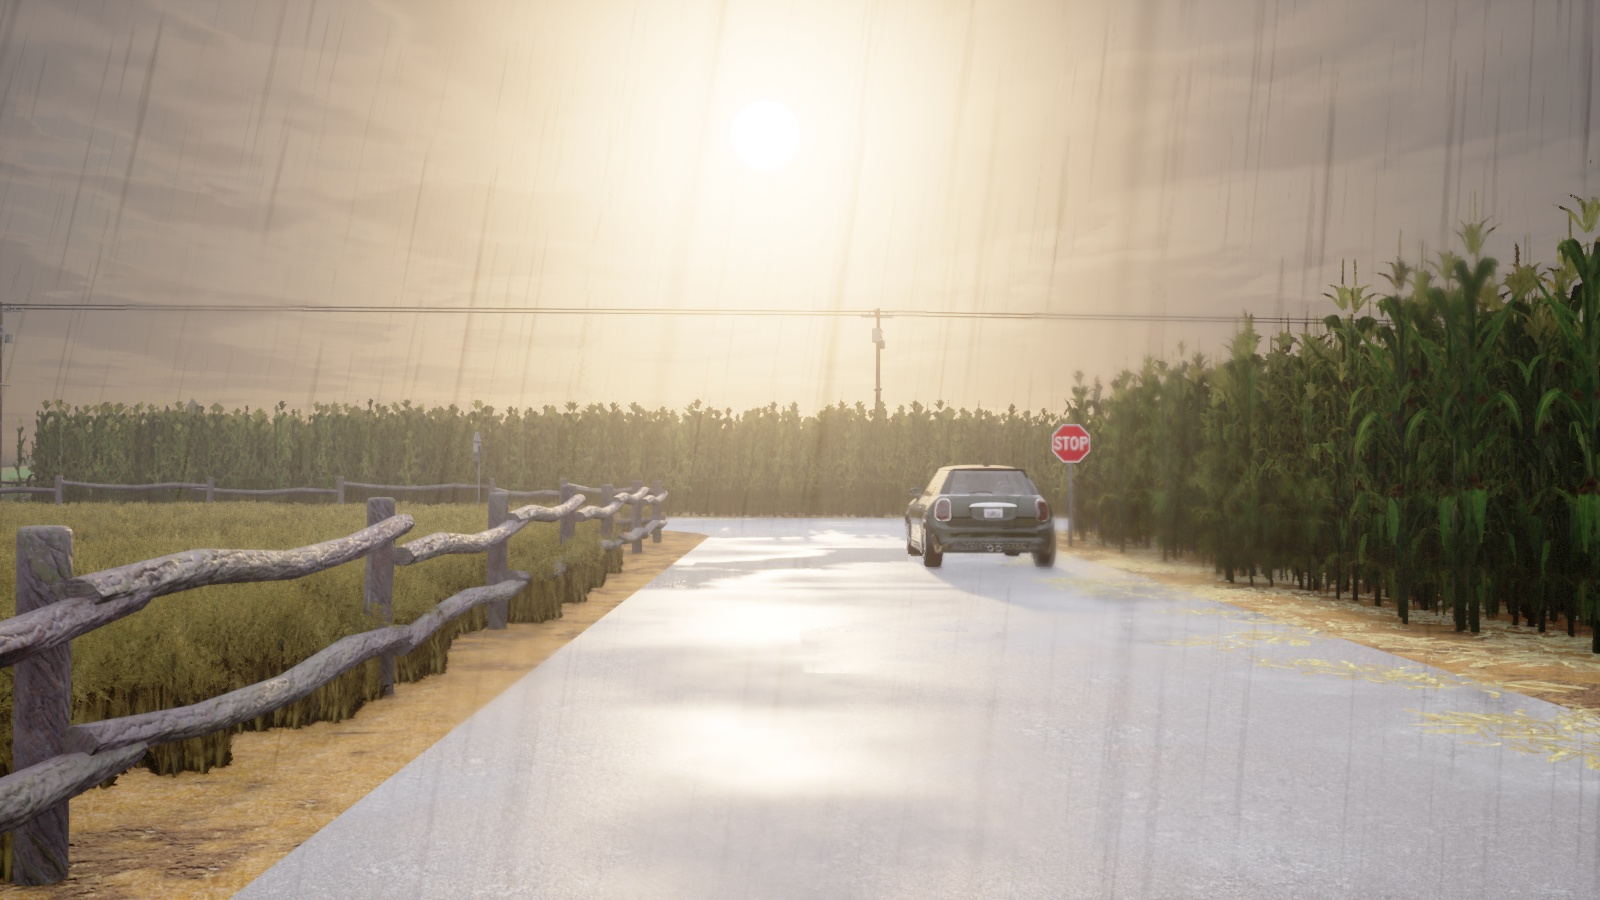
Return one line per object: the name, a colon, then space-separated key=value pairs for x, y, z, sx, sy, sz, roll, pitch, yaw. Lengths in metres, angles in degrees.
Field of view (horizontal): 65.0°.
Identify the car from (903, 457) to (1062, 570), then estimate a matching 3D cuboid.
car: x=3.047 y=1.029 z=21.958 sx=2.097 sy=1.767 sz=4.553 roll=0 pitch=-1 yaw=0
